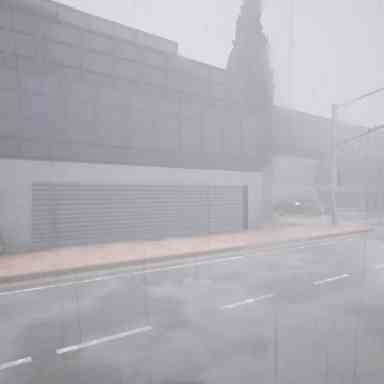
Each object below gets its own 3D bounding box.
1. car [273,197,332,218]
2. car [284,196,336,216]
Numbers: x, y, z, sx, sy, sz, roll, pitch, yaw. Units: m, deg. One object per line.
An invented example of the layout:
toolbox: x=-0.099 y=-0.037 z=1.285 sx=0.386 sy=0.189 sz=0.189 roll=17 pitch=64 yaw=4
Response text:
car: x=9.700 y=1.492 z=30.366 sx=2.128 sy=1.511 sz=4.902 roll=0 pitch=0 yaw=-37
car: x=11.789 y=1.352 z=33.423 sx=2.097 sy=1.767 sz=4.553 roll=0 pitch=0 yaw=-37
